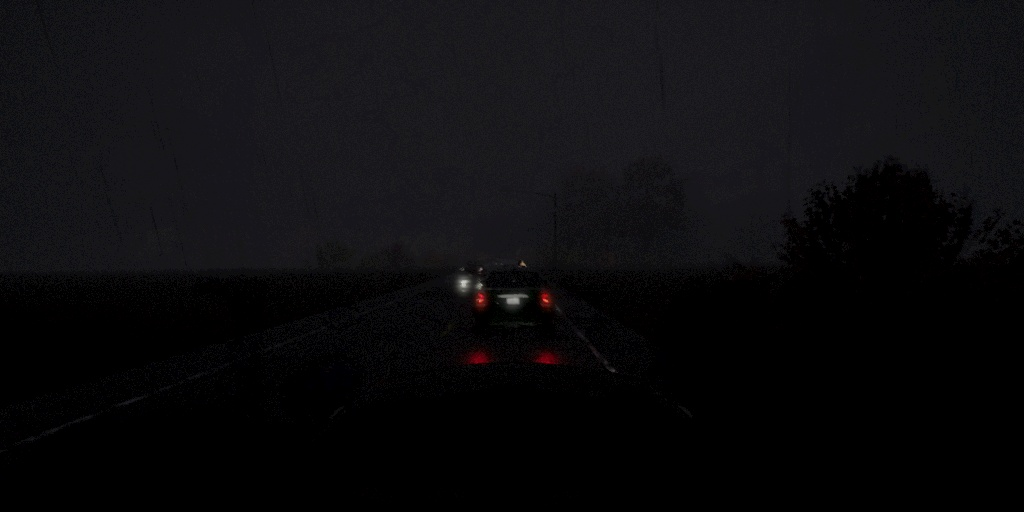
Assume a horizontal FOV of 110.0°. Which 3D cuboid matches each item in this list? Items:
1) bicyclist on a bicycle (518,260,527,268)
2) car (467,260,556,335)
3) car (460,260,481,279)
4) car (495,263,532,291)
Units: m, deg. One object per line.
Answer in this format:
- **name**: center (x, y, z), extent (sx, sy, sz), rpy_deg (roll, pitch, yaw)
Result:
- **bicyclist on a bicycle**: center (0.982, 1.243, 34.393), extent (0.866, 1.612, 1.509), rpy_deg (0, 0, 0)
- **car**: center (0.098, 1.117, 10.749), extent (2.097, 1.767, 4.553), rpy_deg (0, 0, 2)
- **car**: center (-3.598, 1.157, 33.764), extent (2.097, 1.767, 4.553), rpy_deg (0, 0, 0)
- **car**: center (0.100, 1.279, 23.033), extent (2.128, 1.511, 4.902), rpy_deg (0, 0, 0)
